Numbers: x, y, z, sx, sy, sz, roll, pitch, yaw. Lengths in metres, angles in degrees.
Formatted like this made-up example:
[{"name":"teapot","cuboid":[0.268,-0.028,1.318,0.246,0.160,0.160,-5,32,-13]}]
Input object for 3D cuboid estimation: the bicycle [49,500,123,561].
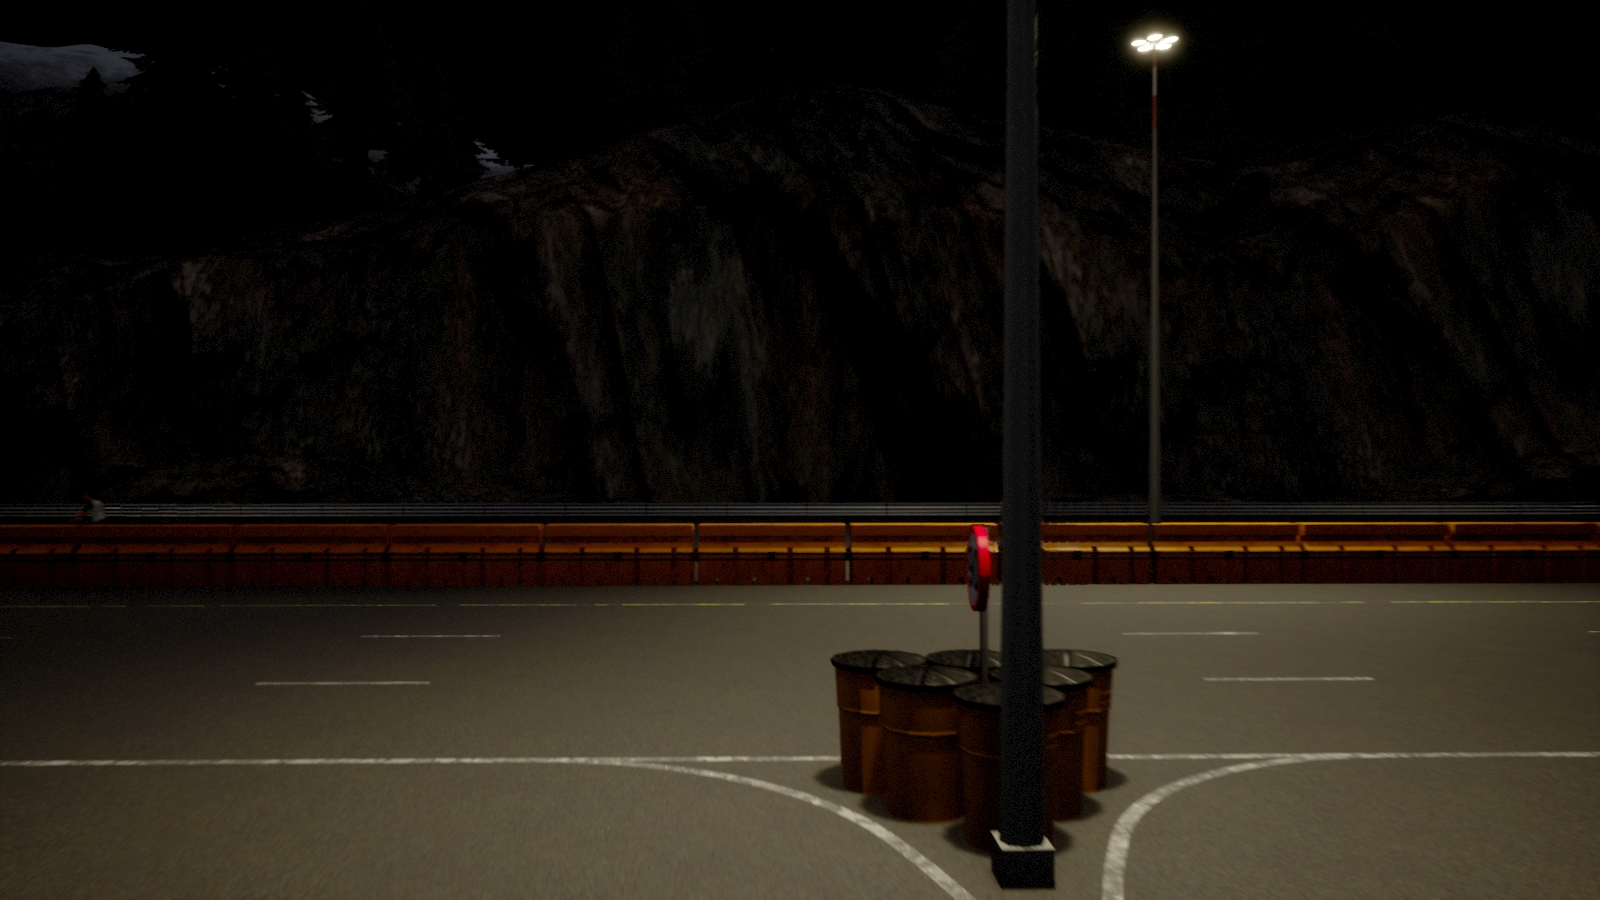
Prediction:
[{"name":"bicycle","cuboid":[-18.332,2.063,29.339,1.643,1.514,0.373,0,0,-1]}]
